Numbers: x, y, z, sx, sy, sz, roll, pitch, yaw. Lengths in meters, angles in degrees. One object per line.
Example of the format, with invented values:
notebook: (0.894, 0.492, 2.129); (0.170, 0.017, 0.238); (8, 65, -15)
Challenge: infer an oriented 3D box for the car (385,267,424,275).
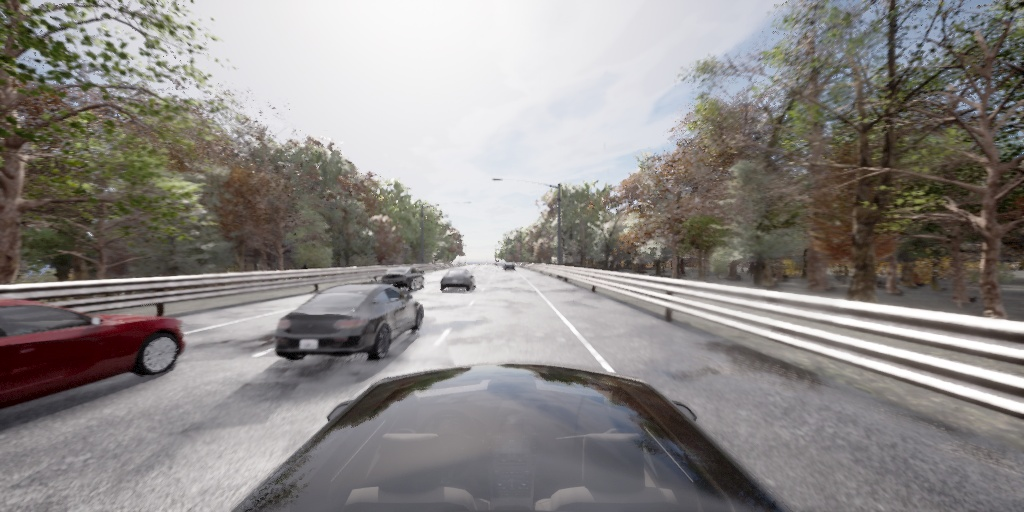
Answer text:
car: (-7.071, 1.471, 23.703); (1.837, 1.490, 4.892); (0, -1, -1)

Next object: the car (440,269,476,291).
car: (-3.578, 1.533, 24.258); (1.994, 1.385, 4.181); (0, -1, -1)

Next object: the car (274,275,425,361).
car: (-3.421, 1.339, 8.325); (1.812, 1.442, 4.674); (0, -1, 0)

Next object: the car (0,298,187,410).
car: (-6.950, 1.262, 4.541); (1.882, 1.535, 5.008); (0, -1, 0)
